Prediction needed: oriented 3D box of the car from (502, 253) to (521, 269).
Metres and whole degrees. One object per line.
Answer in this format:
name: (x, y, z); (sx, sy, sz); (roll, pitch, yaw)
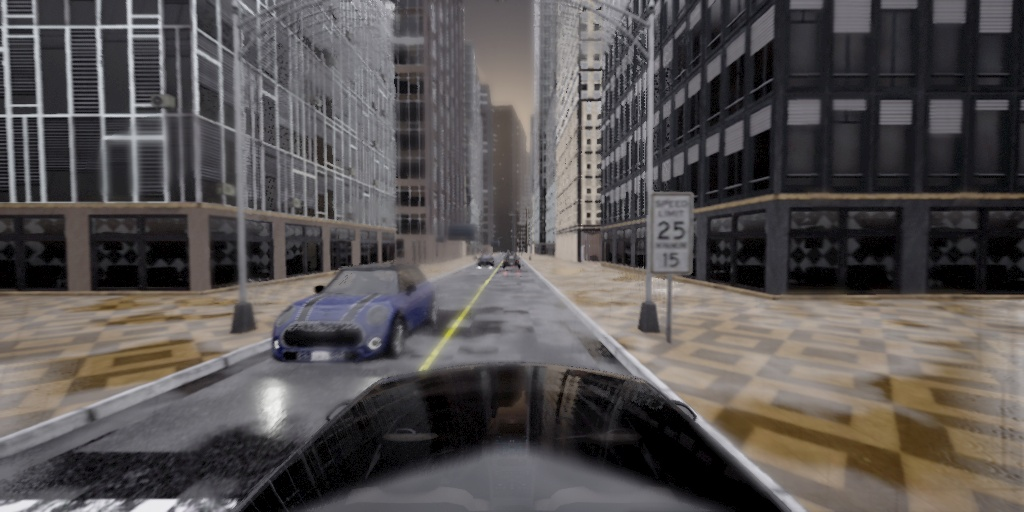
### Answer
car: (-0.031, 0.549, 38.339); (1.812, 1.442, 4.674); (0, 1, 0)

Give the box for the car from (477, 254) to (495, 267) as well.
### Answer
car: (-3.037, 0.485, 43.028); (2.033, 1.411, 5.357); (0, 1, 0)

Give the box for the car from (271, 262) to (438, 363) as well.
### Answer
car: (-3.106, 0.989, 8.050); (2.097, 1.767, 4.553); (0, 1, 0)
